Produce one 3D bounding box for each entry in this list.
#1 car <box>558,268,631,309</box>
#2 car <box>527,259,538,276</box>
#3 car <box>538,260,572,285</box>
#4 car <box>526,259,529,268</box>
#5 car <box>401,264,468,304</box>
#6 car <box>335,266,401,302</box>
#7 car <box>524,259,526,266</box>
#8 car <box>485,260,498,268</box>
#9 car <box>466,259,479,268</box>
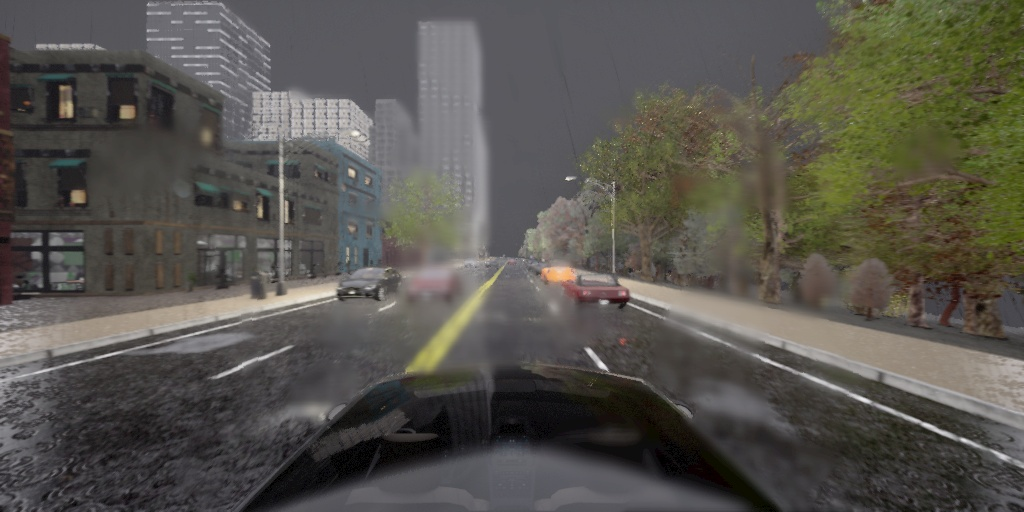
[{"bbox_3d":[3.251,1.350,14.839,1.895,1.301,4.718,0,0,0],"label":"car"},{"bbox_3d":[3.112,1.311,37.152,1.994,1.385,4.181,0,0,-5],"label":"car"},{"bbox_3d":[3.251,1.100,25.779,2.097,1.767,4.553,0,0,0],"label":"car"},{"bbox_3d":[3.252,1.311,47.810,1.994,1.385,4.181,0,0,0],"label":"car"},{"bbox_3d":[-3.347,1.275,16.448,1.812,1.442,4.674,0,0,0],"label":"car"},{"bbox_3d":[-6.590,1.253,17.189,1.837,1.490,4.892,0,0,0],"label":"car"},{"bbox_3d":[3.252,1.294,58.811,2.033,1.411,5.357,0,0,0],"label":"car"},{"bbox_3d":[-3.277,1.309,58.799,1.994,1.385,4.181,0,0,1],"label":"car"},{"bbox_3d":[-6.528,1.271,58.999,1.812,1.442,4.674,0,0,1],"label":"car"}]
